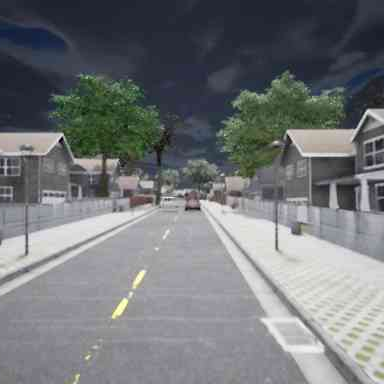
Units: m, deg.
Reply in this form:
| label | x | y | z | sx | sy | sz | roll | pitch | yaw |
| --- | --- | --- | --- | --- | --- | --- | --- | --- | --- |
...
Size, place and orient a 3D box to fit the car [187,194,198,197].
| label | x | y | z | sx | sy | sz | roll | pitch | yaw |
| --- | --- | --- | --- | --- | --- | --- | --- | --- | --- |
| car | 0.095 | 1.361 | 56.466 | 2.150 | 2.045 | 5.566 | 0 | 0 | 0 |

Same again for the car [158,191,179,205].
| label | x | y | z | sx | sy | sz | roll | pitch | yaw |
| --- | --- | --- | --- | --- | --- | --- | --- | --- | --- |
| car | -2.749 | 0.898 | 39.758 | 2.150 | 2.045 | 5.566 | 0 | 0 | 0 |

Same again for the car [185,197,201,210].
| label | x | y | z | sx | sy | sz | roll | pitch | yaw |
| --- | --- | --- | --- | --- | --- | --- | --- | --- | --- |
| car | 0.100 | 1.635 | 43.127 | 1.994 | 1.385 | 4.181 | 0 | 0 | 0 |
